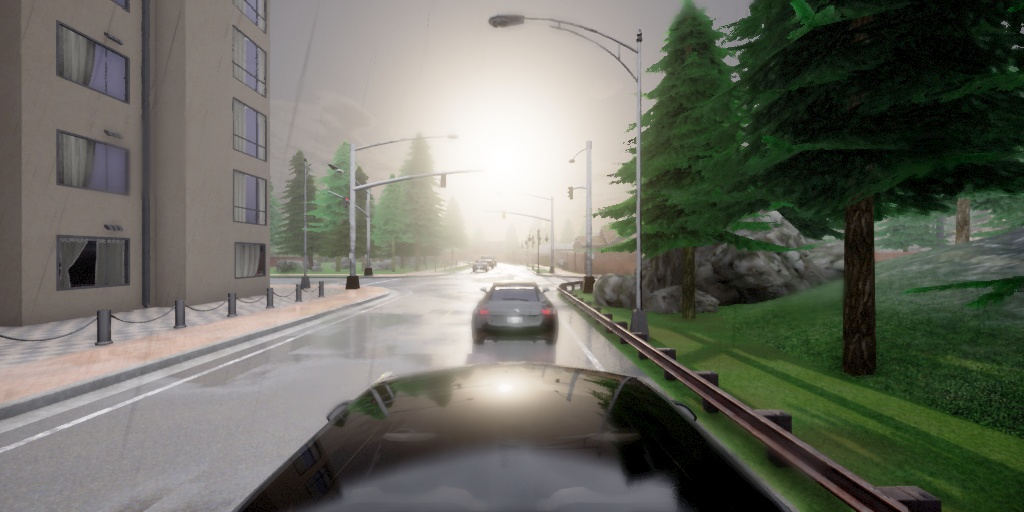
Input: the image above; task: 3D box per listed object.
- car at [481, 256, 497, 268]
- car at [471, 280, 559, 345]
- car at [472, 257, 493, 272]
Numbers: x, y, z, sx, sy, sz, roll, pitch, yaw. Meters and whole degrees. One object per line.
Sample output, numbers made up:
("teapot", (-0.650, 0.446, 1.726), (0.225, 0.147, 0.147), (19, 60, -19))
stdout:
("car", (-3.977, 0.942, 56.232), (2.150, 2.045, 5.566), (0, 0, 0))
("car", (0.083, 1.314, 9.536), (1.994, 1.385, 4.181), (0, 0, 1))
("car", (-3.934, 1.212, 45.624), (2.128, 1.511, 4.902), (0, 0, 0))
